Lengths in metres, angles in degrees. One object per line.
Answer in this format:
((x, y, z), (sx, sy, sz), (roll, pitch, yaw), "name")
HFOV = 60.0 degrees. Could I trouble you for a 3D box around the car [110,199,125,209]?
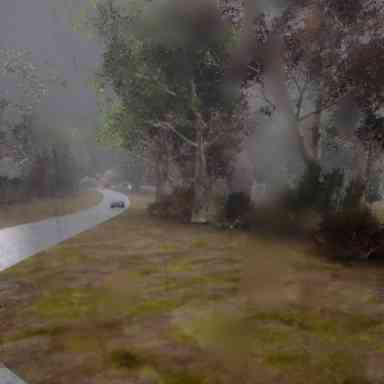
((-10.998, 1.747, 49.261), (1.895, 1.301, 4.718), (-2, 1, -8), "car")
